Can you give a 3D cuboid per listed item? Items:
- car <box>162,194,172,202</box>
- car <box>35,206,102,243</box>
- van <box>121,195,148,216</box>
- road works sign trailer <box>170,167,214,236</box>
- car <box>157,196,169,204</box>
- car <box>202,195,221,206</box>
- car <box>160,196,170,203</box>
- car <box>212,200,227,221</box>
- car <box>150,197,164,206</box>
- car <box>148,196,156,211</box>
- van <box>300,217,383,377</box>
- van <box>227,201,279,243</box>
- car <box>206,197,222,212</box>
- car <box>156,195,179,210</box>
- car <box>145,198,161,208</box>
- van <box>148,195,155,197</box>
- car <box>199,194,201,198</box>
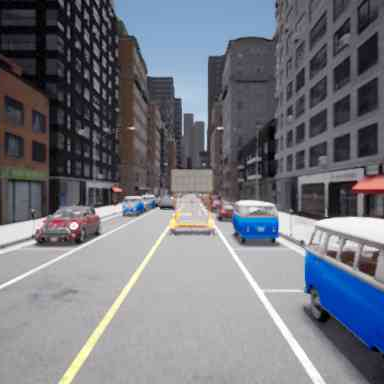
[{"bbox_3d":[-5.656,1.384,76.169,1.967,1.590,4.097,0,0,0],"label":"car"},{"bbox_3d":[-5.666,1.425,15.654,1.967,1.590,4.097,0,0,0],"label":"car"},{"bbox_3d":[-5.664,1.311,32.159,1.690,1.788,3.998,0,0,0],"label":"van"},{"bbox_3d":[0.004,0.448,18.330,2.380,3.560,2.880,0,0,0],"label":"road works sign trailer"},{"bbox_3d":[-5.657,1.515,65.166,1.947,1.339,4.313,0,0,0],"label":"car"},{"bbox_3d":[2.864,1.277,43.159,2.192,1.841,5.009,0,0,0],"label":"car"},{"bbox_3d":[-5.656,1.528,70.667,1.802,1.307,4.206,0,0,0],"label":"car"},{"bbox_3d":[2.861,1.558,26.655,1.802,1.307,4.206,0,0,0],"label":"car"},{"bbox_3d":[-5.659,1.536,54.164,1.802,1.307,4.206,0,0,0],"label":"car"},{"bbox_3d":[-5.662,1.516,37.659,2.008,1.369,4.403,0,0,0],"label":"car"},{"bbox_3d":[2.857,1.337,4.649,1.690,1.788,3.998,0,0,0],"label":"van"},{"bbox_3d":[2.859,1.327,15.652,1.690,1.788,3.998,0,0,0],"label":"van"},{"bbox_3d":[2.864,1.549,37.657,1.802,1.307,4.206,0,0,0],"label":"car"},{"bbox_3d":[-3.077,1.510,42.783,2.033,1.411,5.357,0,0,0],"label":"car"},{"bbox_3d":[-5.660,1.524,48.662,1.947,1.339,4.313,0,0,0],"label":"car"},{"bbox_3d":[-5.661,1.303,43.160,1.690,1.788,3.998,0,0,0],"label":"van"},{"bbox_3d":[2.868,1.500,65.165,2.008,1.369,4.403,0,0,0],"label":"car"}]
